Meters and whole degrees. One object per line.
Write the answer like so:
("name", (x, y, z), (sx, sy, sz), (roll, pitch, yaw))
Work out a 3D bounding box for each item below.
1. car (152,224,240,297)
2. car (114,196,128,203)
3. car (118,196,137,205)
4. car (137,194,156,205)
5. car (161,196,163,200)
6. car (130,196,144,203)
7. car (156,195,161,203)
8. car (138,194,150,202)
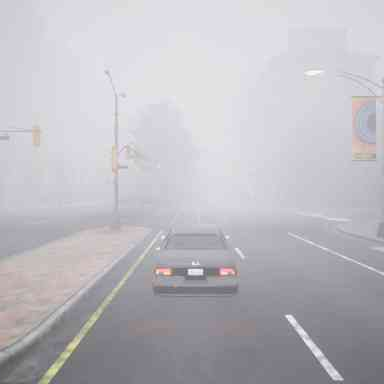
("car", (0.083, 1.547, 8.752), (2.033, 1.411, 5.357), (0, 0, 0))
("car", (-14.680, 1.594, 69.396), (1.895, 1.301, 4.718), (0, 0, 0))
("car", (-11.509, 1.491, 59.594), (2.128, 1.511, 4.902), (0, 0, 0))
("car", (-8.014, 1.564, 58.910), (1.994, 1.385, 4.181), (0, 0, 1))
("car", (-7.922, 1.500, 77.757), (1.837, 1.490, 4.892), (0, 0, 0))
("car", (-11.431, 1.525, 69.515), (2.128, 1.511, 4.902), (0, 0, 0))
("car", (-7.951, 1.525, 67.428), (1.812, 1.442, 4.674), (0, 0, 1))
("car", (-11.421, 1.355, 79.526), (2.097, 1.767, 4.553), (0, 0, 0))
